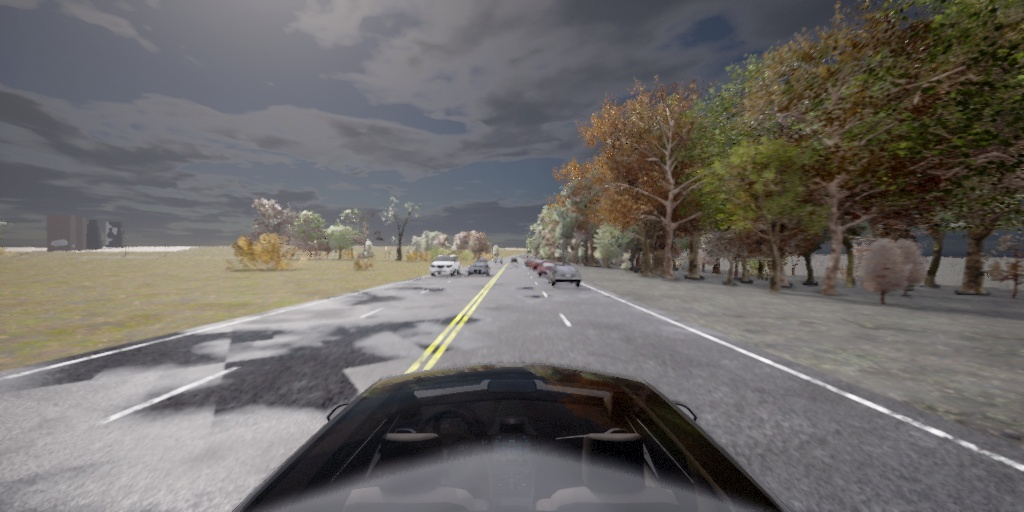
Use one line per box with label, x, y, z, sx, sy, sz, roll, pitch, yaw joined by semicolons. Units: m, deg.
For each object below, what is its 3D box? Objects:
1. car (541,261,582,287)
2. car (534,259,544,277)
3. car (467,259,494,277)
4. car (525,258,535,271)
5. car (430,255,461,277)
car;3.368;1.250;23.951;2.033;1.411;5.357;1;-1;0
car;3.439;1.219;34.936;1.812;1.442;4.674;1;1;0
car;-3.136;1.254;34.886;1.994;1.385;4.181;0;0;1
car;3.329;1.150;46.469;1.882;1.535;5.008;2;-1;-7
car;-6.384;0.898;34.855;2.150;2.045;5.566;0;0;1
